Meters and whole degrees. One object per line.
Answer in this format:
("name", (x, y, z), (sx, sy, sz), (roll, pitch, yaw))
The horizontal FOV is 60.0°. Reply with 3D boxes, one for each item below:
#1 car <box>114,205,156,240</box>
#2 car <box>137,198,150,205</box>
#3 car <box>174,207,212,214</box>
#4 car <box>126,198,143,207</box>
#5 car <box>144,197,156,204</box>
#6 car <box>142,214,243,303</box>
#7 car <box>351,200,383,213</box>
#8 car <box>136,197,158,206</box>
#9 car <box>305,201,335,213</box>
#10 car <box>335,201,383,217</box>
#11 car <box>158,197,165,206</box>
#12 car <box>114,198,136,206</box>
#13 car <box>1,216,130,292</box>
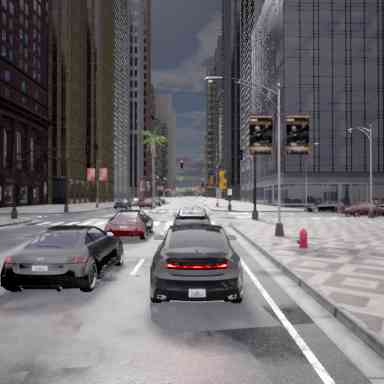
("car", (-3.174, 1.601, 17.379), (1.994, 1.385, 4.181), (0, 0, 0))
("car", (-9.852, 1.923, 67.748), (1.994, 1.385, 4.181), (0, 0, 1))
("car", (0.025, 1.529, 17.526), (2.128, 1.511, 4.902), (0, 0, 0))
("car", (-9.915, 1.775, 57.862), (2.128, 1.511, 4.902), (0, 0, 0))
("car", (-9.863, 1.986, 78.342), (2.033, 1.411, 5.357), (0, 0, 0))
("car", (0.089, 1.515, 8.204), (1.837, 1.490, 4.892), (0, 0, 0))
("car", (20.771, 1.641, 37.867), (4.313, 1.339, 1.947), (0, 0, -1))
("car", (-6.667, 1.706, 50.037), (1.882, 1.535, 5.008), (0, 0, 0))
("car", (15.131, 1.660, 37.771), (4.313, 1.339, 1.947), (0, 0, -1))
("car", (15.274, 1.576, 29.247), (4.206, 1.307, 1.802), (0, 0, -1))
("car", (-6.656, 1.652, 60.074), (2.097, 1.767, 4.553), (0, 0, 0))
("car", (-9.918, 1.765, 48.307), (2.033, 1.411, 5.357), (0, 0, 0))
("car", (-3.168, 1.576, 8.979), (1.994, 1.385, 4.181), (0, 0, 1))
